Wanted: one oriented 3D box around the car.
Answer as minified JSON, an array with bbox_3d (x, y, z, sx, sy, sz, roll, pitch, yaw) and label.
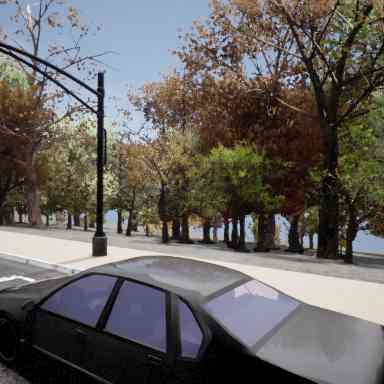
[{"bbox_3d":[-0.545,1.547,4.067,5.357,1.411,2.033,0,0,35],"label":"car"}]
